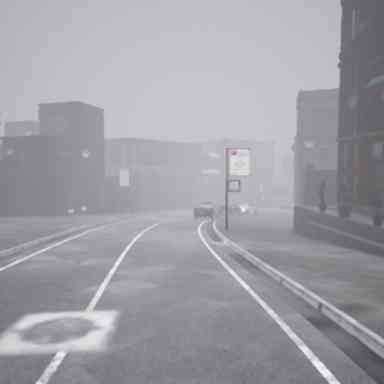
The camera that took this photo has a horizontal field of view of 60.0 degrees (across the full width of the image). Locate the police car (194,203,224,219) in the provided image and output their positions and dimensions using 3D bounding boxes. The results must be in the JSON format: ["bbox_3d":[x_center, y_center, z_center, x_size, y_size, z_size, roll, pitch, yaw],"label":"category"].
[{"bbox_3d":[1.625,1.927,34.981,1.930,1.638,5.238,1,-1,16],"label":"police car"}]

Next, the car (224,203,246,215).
[{"bbox_3d":[5.054,2.204,43.677,1.837,1.490,4.892,2,-1,27],"label":"car"}]

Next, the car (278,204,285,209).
[{"bbox_3d":[19.170,2.876,65.882,4.718,1.301,1.895,3,2,-34],"label":"car"}]

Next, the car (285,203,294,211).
[{"bbox_3d":[20.494,2.936,62.586,4.902,1.511,2.128,3,2,-34],"label":"car"}]

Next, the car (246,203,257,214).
[{"bbox_3d":[7.937,2.368,48.575,1.812,1.442,4.674,2,0,34],"label":"car"}]
